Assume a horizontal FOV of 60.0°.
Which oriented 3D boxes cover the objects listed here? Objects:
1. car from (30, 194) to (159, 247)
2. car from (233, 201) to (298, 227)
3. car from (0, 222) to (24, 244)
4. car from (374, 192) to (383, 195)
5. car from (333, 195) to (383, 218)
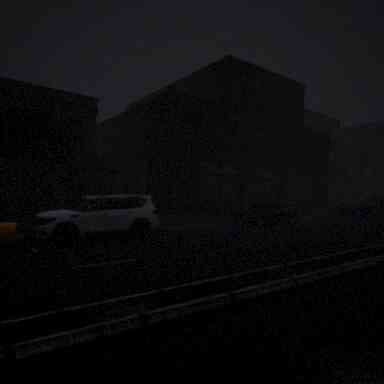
[{"bbox_3d":[-4.168,1.138,14.963,5.566,2.045,2.435,0,0,-36],"label":"car"},{"bbox_3d":[4.792,1.356,21.425,4.792,1.488,2.163,0,0,-36],"label":"car"},{"bbox_3d":[-8.882,1.420,11.571,5.366,1.575,1.946,0,0,-36],"label":"car"},{"bbox_3d":[18.244,0.981,31.111,5.566,2.045,2.435,0,0,-36],"label":"car"},{"bbox_3d":[13.791,1.265,27.903,4.892,1.521,2.231,0,0,-36],"label":"car"}]
